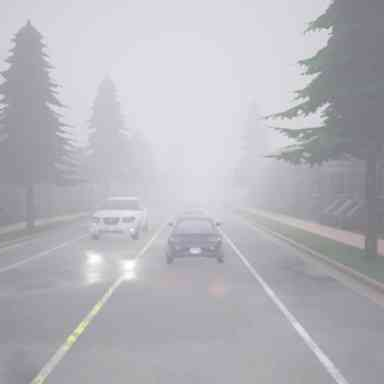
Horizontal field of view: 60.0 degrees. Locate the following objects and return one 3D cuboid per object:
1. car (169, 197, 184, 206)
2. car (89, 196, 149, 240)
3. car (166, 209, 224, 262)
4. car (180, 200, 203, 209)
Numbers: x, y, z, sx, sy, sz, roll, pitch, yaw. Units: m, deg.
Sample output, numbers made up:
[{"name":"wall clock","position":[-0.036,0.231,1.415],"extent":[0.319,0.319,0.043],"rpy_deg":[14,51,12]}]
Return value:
[{"name":"car","position":[-2.695,1.597,58.435],"extent":[1.882,1.535,5.008],"rpy_deg":[0,0,10]},{"name":"car","position":[-3.598,1.257,17.448],"extent":[2.150,2.045,5.566],"rpy_deg":[0,0,0]},{"name":"car","position":[0.091,1.551,12.041],"extent":[1.812,1.442,4.674],"rpy_deg":[0,0,0]},{"name":"car","position":[0.102,1.667,32.105],"extent":[1.895,1.301,4.718],"rpy_deg":[0,0,0]}]
